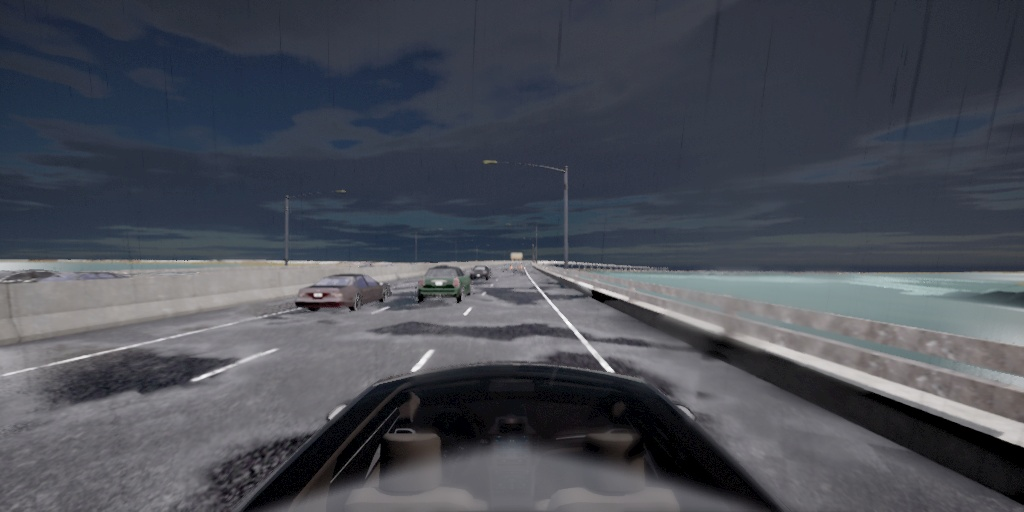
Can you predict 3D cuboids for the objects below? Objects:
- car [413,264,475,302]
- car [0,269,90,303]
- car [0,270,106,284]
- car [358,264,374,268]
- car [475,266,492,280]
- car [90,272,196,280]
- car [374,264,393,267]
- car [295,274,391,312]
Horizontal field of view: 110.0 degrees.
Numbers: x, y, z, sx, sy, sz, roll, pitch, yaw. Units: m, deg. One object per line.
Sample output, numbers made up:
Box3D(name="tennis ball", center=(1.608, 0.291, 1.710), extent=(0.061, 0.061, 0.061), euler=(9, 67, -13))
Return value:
Box3D(name="car", center=(-3.336, 1.308, 18.548), extent=(2.097, 1.767, 4.553), euler=(0, -1, 0))
Box3D(name="car", center=(-24.540, 1.446, 17.617), extent=(1.837, 1.490, 4.892), euler=(0, -1, 0))
Box3D(name="car", center=(-21.045, 1.488, 17.497), extent=(2.033, 1.411, 5.357), euler=(0, -1, 0))
Box3D(name="car", center=(-23.896, 2.003, 59.397), extent=(1.994, 1.385, 4.181), euler=(0, -1, 2))
Box3D(name="car", center=(-3.160, 1.692, 36.404), extent=(1.812, 1.442, 4.674), euler=(0, -1, 1))
Box3D(name="car", center=(-17.539, 1.550, 18.182), extent=(1.895, 1.301, 4.718), euler=(0, -1, 0))
Box3D(name="car", center=(-20.422, 1.995, 58.710), extent=(1.994, 1.385, 4.181), euler=(0, -1, 2))
Box3D(name="car", center=(-6.858, 1.462, 15.213), extent=(2.033, 1.411, 5.357), euler=(0, -1, 0))
